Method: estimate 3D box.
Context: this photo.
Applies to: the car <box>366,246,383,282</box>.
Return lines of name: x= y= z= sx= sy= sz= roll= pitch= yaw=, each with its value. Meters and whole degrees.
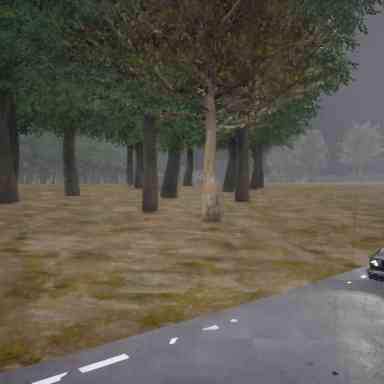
car: x=6.427 y=1.422 z=8.308 sx=5.357 sy=1.411 sz=2.033 roll=-1 pitch=1 yaw=-38
